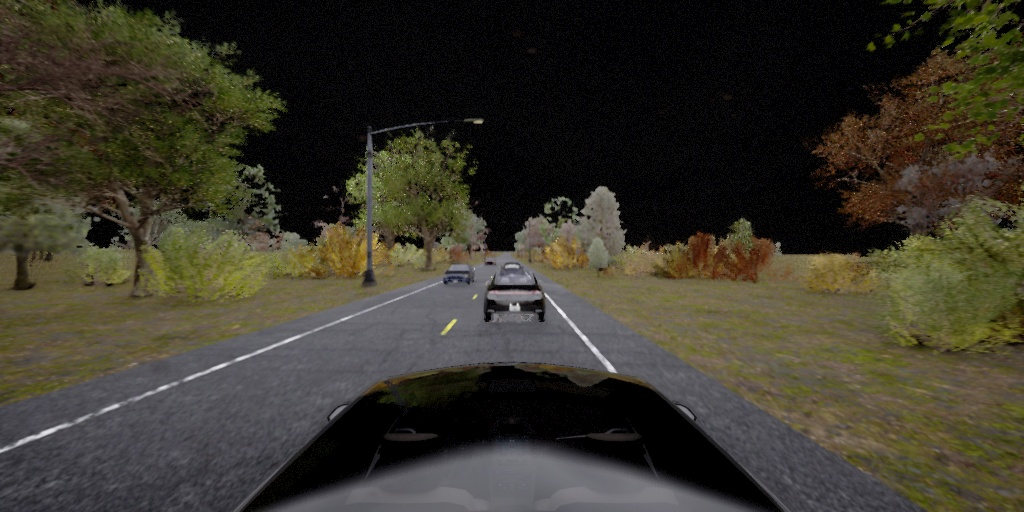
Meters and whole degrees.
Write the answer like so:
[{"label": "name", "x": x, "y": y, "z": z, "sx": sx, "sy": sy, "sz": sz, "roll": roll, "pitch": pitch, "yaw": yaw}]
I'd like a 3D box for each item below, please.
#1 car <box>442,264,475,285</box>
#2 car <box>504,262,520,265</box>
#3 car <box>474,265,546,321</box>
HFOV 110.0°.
[{"label": "car", "x": -3.665, "y": 1.257, "z": 25.750, "sx": 2.033, "sy": 1.411, "sz": 5.357, "roll": 0, "pitch": 0, "yaw": 0}, {"label": "car", "x": 0.015, "y": 1.228, "z": 28.796, "sx": 1.812, "sy": 1.442, "sz": 4.674, "roll": 0, "pitch": 0, "yaw": 0}, {"label": "car", "x": 0.074, "y": 1.224, "z": 12.261, "sx": 2.128, "sy": 1.511, "sz": 4.902, "roll": 0, "pitch": 0, "yaw": 0}]
